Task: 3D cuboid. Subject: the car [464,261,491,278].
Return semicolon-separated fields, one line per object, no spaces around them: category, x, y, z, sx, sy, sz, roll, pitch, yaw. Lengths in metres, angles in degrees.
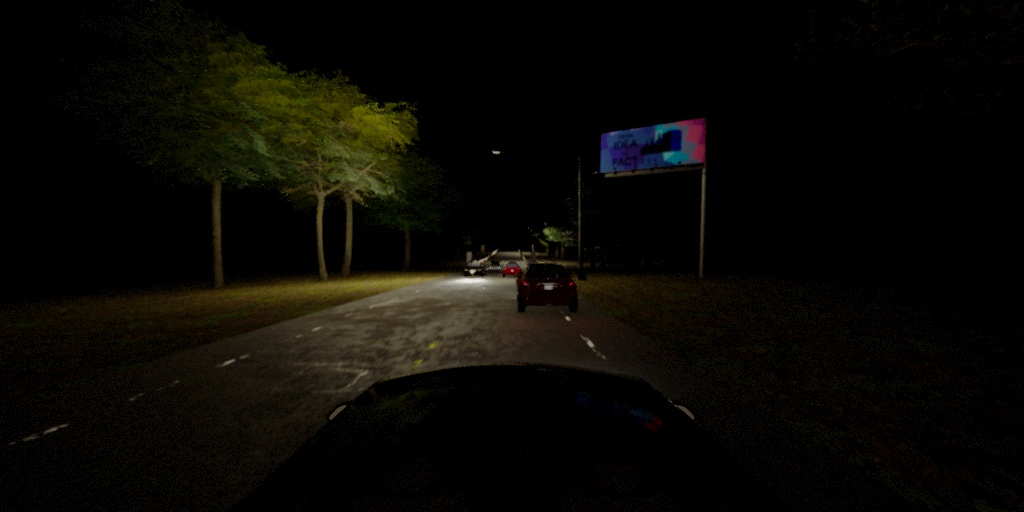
car;-3.584;1.304;35.261;2.128;1.511;4.902;0;-1;0

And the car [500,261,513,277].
car;0.040;1.395;37.256;1.994;1.385;4.181;0;0;1

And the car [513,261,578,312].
car;1.223;1.059;14.112;2.097;1.767;4.553;0;0;0
